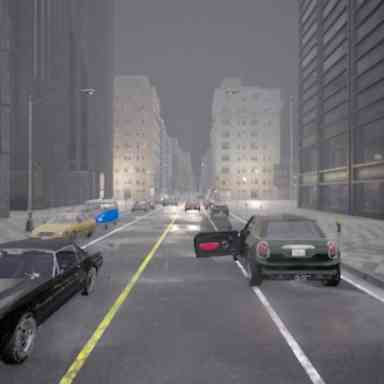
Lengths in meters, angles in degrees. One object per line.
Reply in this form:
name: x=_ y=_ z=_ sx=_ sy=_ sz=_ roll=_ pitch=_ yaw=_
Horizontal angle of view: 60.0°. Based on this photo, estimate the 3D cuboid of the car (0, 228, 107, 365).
car: x=-3.100 y=1.616 z=5.962 sx=1.895 sy=1.301 sz=4.718 roll=0 pitch=0 yaw=0

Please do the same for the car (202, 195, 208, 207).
car: x=2.677 y=1.510 z=43.987 sx=1.967 sy=1.590 sz=4.097 roll=0 pitch=0 yaw=0

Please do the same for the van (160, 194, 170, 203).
van: x=-5.842 y=1.420 z=72.214 sx=1.690 sy=1.788 sz=3.998 roll=0 pitch=0 yaw=0

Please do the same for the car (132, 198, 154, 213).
car: x=-5.850 y=1.649 z=38.372 sx=1.802 sy=1.307 sz=4.206 roll=0 pitch=0 yaw=0

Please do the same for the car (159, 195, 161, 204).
car: x=-5.844 y=1.642 z=60.933 sx=1.947 sy=1.339 sz=4.313 roll=0 pitch=0 yaw=0

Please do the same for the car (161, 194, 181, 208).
car: x=-2.989 y=1.430 z=47.856 sx=1.994 sy=1.385 sz=4.181 roll=0 pitch=0 yaw=0

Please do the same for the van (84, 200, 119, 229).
van: x=-5.854 y=1.391 z=21.454 sx=1.690 sy=1.788 sz=3.998 roll=0 pitch=0 yaw=0

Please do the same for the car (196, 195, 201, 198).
car: x=0.012 y=1.620 z=50.024 sx=2.033 sy=1.411 sz=5.357 roll=0 pitch=0 yaw=0

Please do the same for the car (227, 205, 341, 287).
car: x=2.391 y=1.377 z=9.585 sx=2.097 sy=1.767 sz=4.553 roll=0 pitch=0 yaw=0

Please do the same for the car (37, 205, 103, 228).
car: x=-5.856 y=1.564 z=15.641 sx=1.752 sy=1.417 sz=4.829 roll=0 pitch=0 yaw=0

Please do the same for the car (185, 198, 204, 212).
car: x=0.089 y=1.669 z=39.827 sx=1.895 sy=1.301 sz=4.718 roll=0 pitch=0 yaw=0

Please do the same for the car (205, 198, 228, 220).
car: x=2.675 y=1.614 z=32.708 sx=2.008 sy=1.369 sz=4.403 roll=0 pitch=0 yaw=0

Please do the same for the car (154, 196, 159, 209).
car: x=-5.848 y=1.510 z=44.014 sx=1.967 sy=1.590 sz=4.097 roll=0 pitch=0 yaw=0
